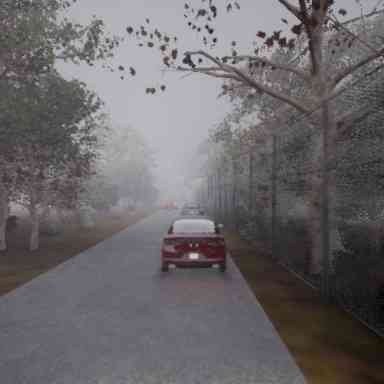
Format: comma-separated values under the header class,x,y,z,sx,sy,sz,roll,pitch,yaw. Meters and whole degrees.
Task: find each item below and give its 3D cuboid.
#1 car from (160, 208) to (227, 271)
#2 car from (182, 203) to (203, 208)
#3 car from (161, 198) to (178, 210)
class,x,y,z,sx,sy,sz,roll,pitch,yaw
car,0.060,1.512,11.128,1.882,1.535,5.008,0,0,0
car,0.015,1.658,29.993,1.994,1.385,4.181,0,0,0
car,-2.993,1.572,45.558,2.097,1.767,4.553,0,-1,0
